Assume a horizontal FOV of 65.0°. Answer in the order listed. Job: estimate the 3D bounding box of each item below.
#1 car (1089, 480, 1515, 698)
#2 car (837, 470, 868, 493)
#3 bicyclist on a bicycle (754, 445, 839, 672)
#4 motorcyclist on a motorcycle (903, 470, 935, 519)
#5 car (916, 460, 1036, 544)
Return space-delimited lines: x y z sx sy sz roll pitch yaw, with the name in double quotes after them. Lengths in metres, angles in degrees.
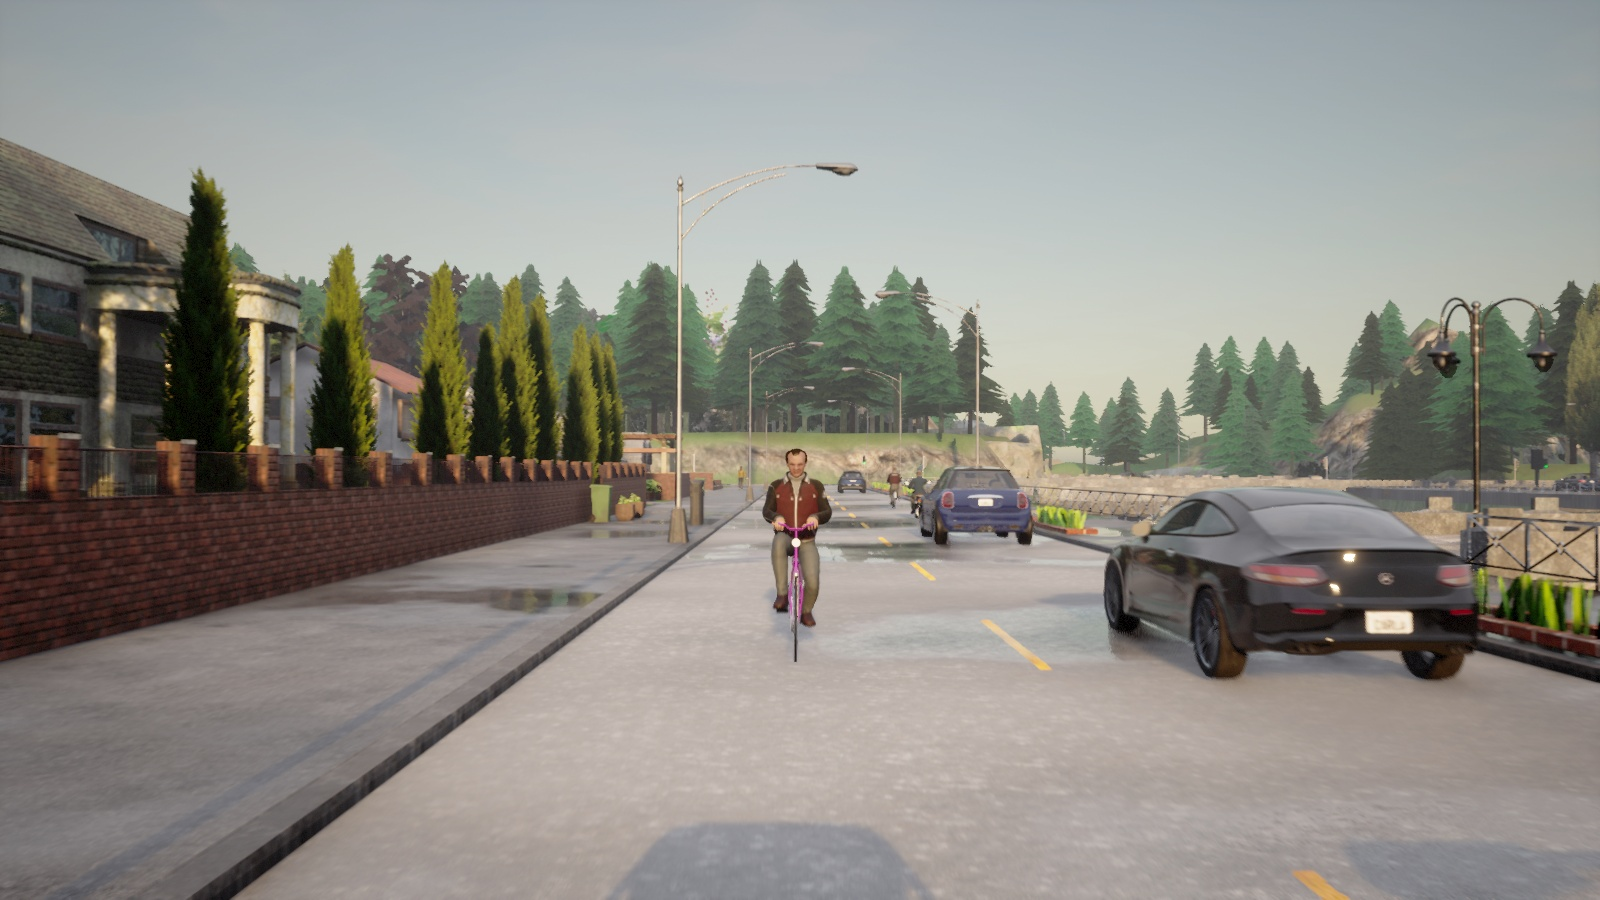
3.972 1.008 10.928 1.812 1.442 4.674 0 -1 0 "car"
3.769 2.262 91.552 2.033 1.649 4.856 0 -1 0 "car"
-0.027 0.866 10.771 0.659 1.776 1.843 0 -1 0 "bicyclist on a bicycle"
3.894 1.443 41.212 0.866 1.590 1.817 0 -1 0 "motorcyclist on a motorcycle"
3.922 1.139 28.752 2.097 1.767 4.553 0 -1 0 "car"
